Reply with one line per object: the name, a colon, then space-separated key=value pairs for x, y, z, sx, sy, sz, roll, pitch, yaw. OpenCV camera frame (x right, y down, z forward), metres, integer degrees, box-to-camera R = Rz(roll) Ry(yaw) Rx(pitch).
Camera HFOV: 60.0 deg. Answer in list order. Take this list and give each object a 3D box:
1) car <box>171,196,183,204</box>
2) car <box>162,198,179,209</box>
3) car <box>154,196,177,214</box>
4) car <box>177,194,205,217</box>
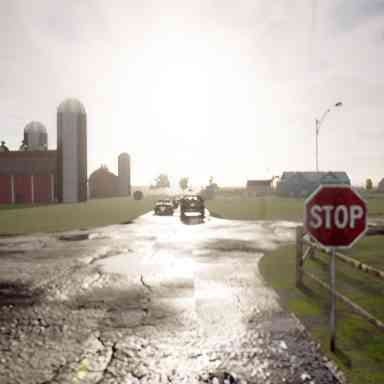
car: x=-2.874 y=1.525 z=64.434 sx=2.033 sy=1.411 sz=5.357 roll=0 pitch=0 yaw=1
car: x=-2.909 y=1.544 z=45.403 sx=1.994 sy=1.385 sz=4.181 roll=0 pitch=0 yaw=0
car: x=-2.894 y=1.477 z=35.274 sx=2.128 sy=1.511 sz=4.902 roll=0 pitch=0 yaw=0
car: x=0.050 y=1.209 z=31.000 sx=2.150 sy=2.045 sz=5.566 roll=0 pitch=0 yaw=0
